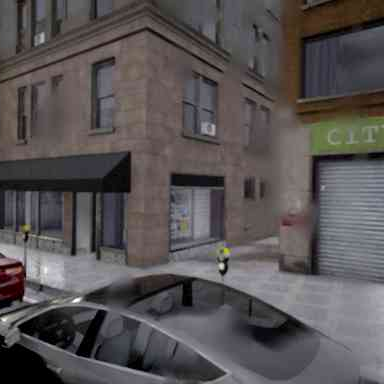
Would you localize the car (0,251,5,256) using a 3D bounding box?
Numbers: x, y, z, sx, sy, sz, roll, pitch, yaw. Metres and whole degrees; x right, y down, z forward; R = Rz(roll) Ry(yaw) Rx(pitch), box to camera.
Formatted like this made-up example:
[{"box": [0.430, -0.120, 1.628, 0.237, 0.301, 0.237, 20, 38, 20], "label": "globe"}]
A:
[{"box": [-5.108, 1.536, 6.594, 4.507, 1.381, 1.887, 0, 1, 35], "label": "car"}]

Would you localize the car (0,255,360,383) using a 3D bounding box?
[{"box": [-0.625, 1.563, 3.399, 4.313, 1.339, 1.947, 0, 1, 35], "label": "car"}]
